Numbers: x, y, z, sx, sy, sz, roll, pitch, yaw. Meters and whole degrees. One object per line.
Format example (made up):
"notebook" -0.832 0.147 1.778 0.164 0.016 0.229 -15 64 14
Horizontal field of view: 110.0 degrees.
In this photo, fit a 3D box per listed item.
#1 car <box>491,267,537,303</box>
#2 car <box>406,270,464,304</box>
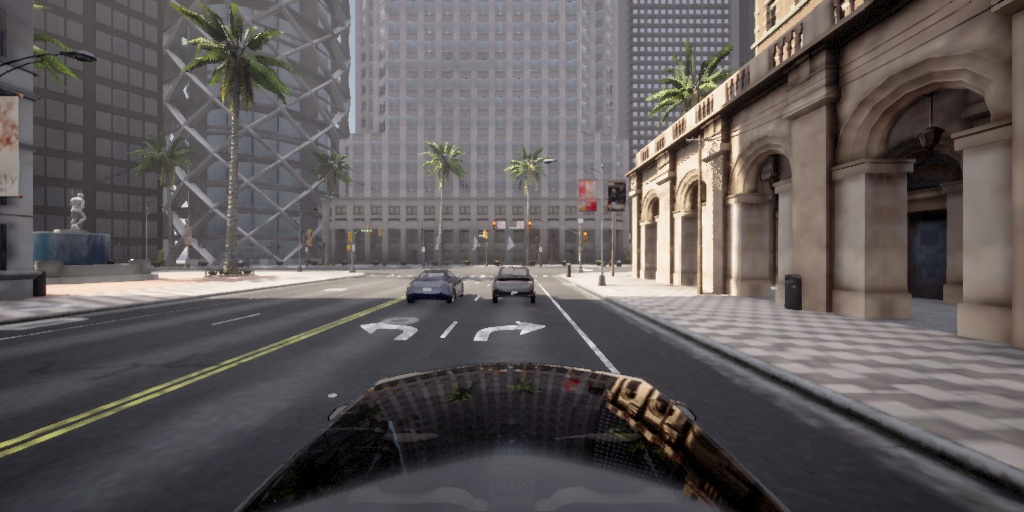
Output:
"car" 0.096 1.244 16.445 2.128 1.511 4.902 0 0 0
"car" -3.404 1.321 16.470 1.994 1.385 4.181 0 0 0
